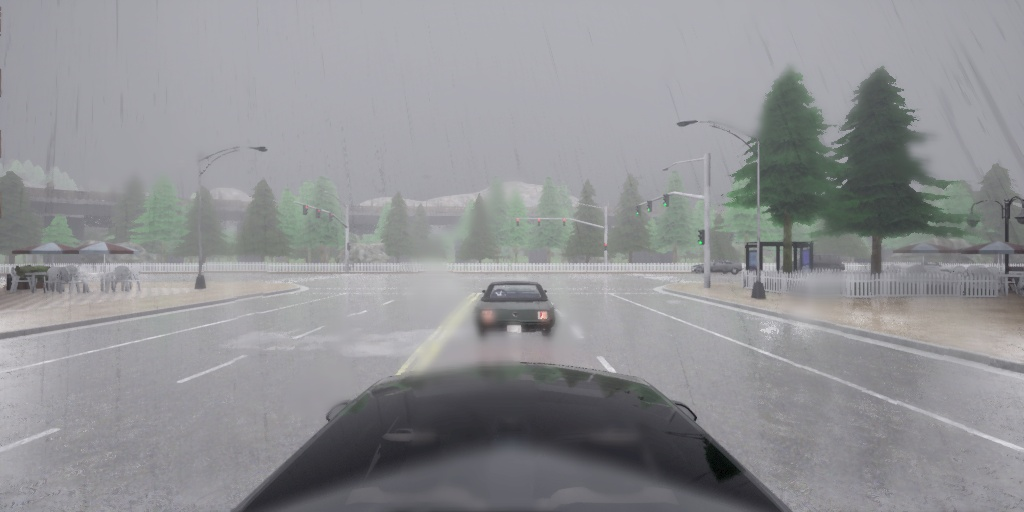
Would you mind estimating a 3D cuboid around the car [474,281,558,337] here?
[{"bbox_3d":[0.074,1.351,10.216,1.895,1.301,4.718,0,0,0],"label":"car"}]

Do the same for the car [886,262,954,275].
[{"bbox_3d":[41.808,1.295,36.746,4.718,1.301,1.895,0,0,10],"label":"car"}]

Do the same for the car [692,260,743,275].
[{"bbox_3d":[21.489,1.186,37.649,4.902,1.511,2.128,0,0,0],"label":"car"}]

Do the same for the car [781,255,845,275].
[{"bbox_3d":[31.523,0.916,37.585,5.566,2.045,2.150,0,0,1],"label":"car"}]
